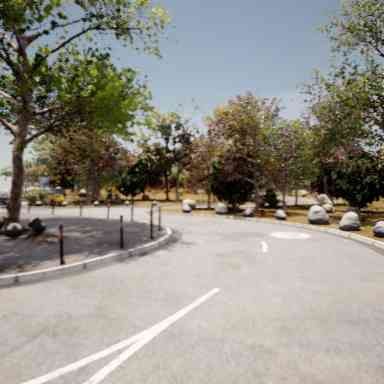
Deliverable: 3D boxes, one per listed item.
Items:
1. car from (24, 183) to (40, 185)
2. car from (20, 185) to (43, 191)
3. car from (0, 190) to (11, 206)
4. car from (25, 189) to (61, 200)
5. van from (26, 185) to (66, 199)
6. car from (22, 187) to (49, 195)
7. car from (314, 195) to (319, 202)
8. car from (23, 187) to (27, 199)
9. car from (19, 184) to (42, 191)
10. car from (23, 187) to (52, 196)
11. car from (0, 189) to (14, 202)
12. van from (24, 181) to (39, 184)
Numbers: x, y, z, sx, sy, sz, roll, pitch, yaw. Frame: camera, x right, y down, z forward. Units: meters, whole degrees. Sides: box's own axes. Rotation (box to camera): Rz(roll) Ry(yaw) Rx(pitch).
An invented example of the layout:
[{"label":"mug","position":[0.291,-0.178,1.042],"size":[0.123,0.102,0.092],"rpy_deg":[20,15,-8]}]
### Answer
[{"label":"car","position":[-26.618,-0.089,57.954],"size":[4.553,1.767,2.185],"rpy_deg":[1,2,-29]},{"label":"car","position":[-38.581,-0.962,79.866],"size":[4.792,1.488,2.163],"rpy_deg":[1,2,-29]},{"label":"car","position":[-19.959,0.883,35.111],"size":[1.837,1.490,4.892],"rpy_deg":[1,1,-29]},{"label":"car","position":[-22.641,0.412,50.655],"size":[4.792,1.488,2.163],"rpy_deg":[1,2,-29]},{"label":"van","position":[-18.776,0.503,43.276],"size":[4.442,1.987,1.878],"rpy_deg":[1,2,-29]},{"label":"car","position":[-30.640,-0.268,65.246],"size":[4.674,1.452,2.002],"rpy_deg":[1,2,-29]},{"label":"car","position":[21.506,0.918,55.228],"size":[1.994,1.385,4.181],"rpy_deg":[0,1,15]},{"label":"car","position":[-21.500,0.492,48.118],"size":[5.366,1.575,1.946],"rpy_deg":[1,2,-29]},{"label":"car","position":[-39.928,-1.105,82.289],"size":[4.892,1.521,2.231],"rpy_deg":[1,2,-29]},{"label":"car","position":[-27.981,-0.039,60.376],"size":[4.674,1.452,2.002],"rpy_deg":[1,2,-29]},{"label":"car","position":[-25.401,0.464,45.060],"size":[2.128,1.511,4.902],"rpy_deg":[1,2,-28]},{"label":"van","position":[-31.854,-0.646,67.729],"size":[4.442,1.987,1.878],"rpy_deg":[1,2,-29]}]
